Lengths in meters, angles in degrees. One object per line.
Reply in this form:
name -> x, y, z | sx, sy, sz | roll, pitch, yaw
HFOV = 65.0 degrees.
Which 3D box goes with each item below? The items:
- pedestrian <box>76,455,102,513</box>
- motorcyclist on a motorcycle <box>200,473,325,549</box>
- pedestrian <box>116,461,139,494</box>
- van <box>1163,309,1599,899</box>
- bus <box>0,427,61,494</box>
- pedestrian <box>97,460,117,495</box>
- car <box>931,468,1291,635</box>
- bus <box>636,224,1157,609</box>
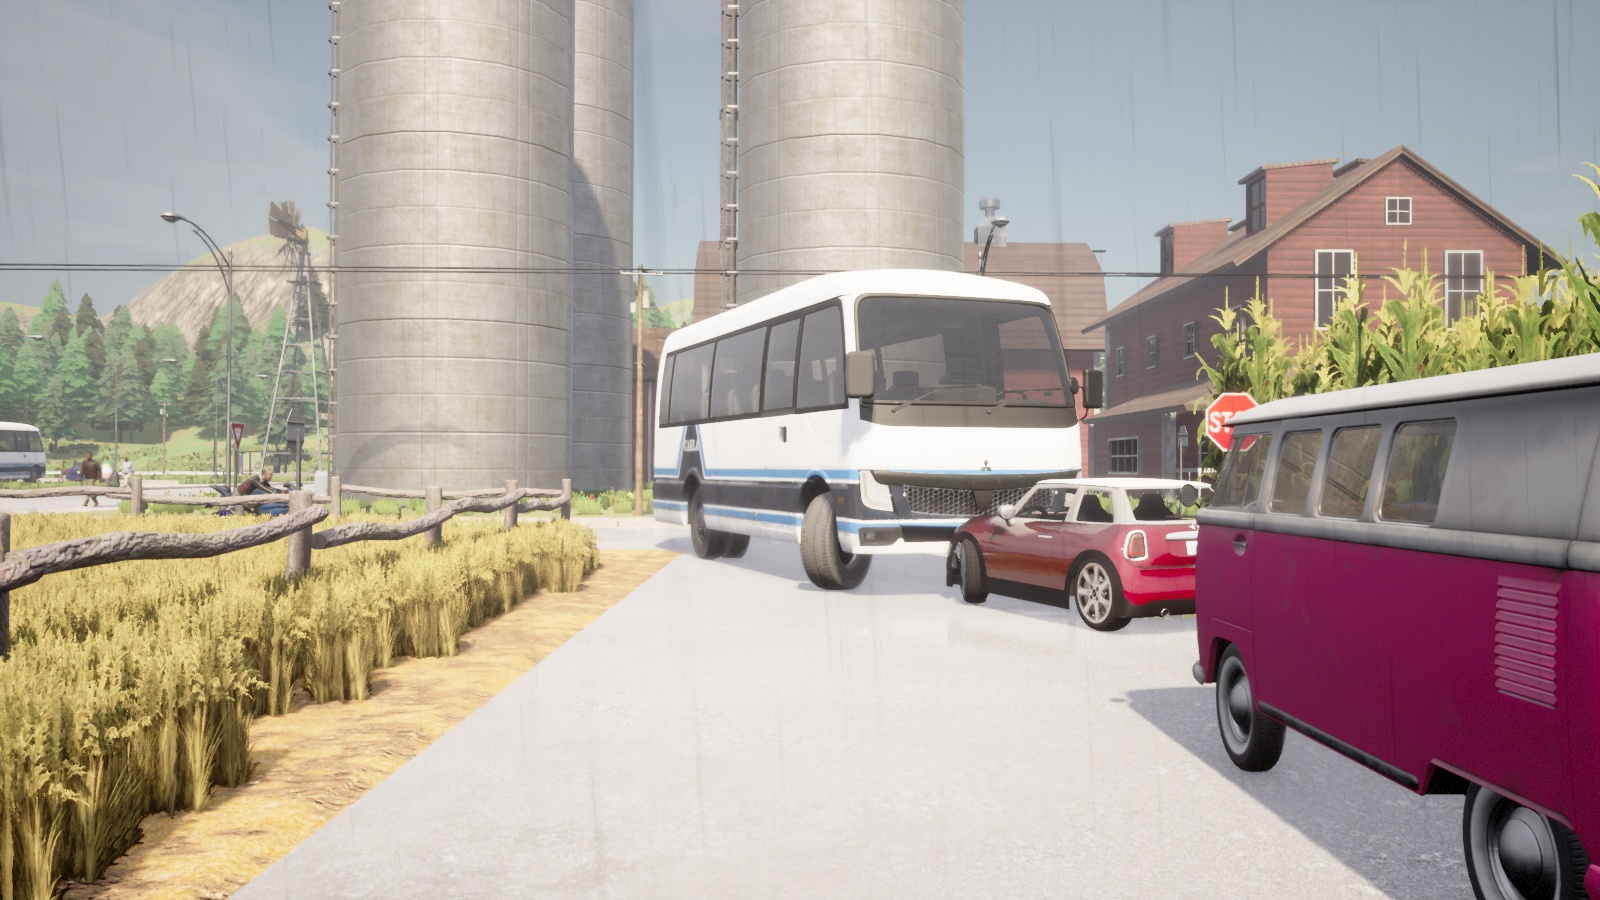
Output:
pedestrian -> -22.749, 1.090, 40.183 | 0.431, 1.840, 0.703 | 0, -1, 3
motorcyclist on a motorcycle -> -11.014, 1.241, 25.760 | 2.191, 1.530, 0.866 | 0, -1, 0
pedestrian -> -38.291, 1.548, 71.497 | 0.874, 1.855, 0.900 | 0, -1, -1
van -> 3.087, 0.636, 5.333 | 1.775, 1.987, 4.442 | 0, -1, 0
bus -> -52.638, 0.695, 81.081 | 3.944, 4.253, 10.273 | 0, 0, -1
pedestrian -> -39.225, 1.547, 71.099 | 0.659, 1.952, 0.873 | 0, -1, 0
car -> 3.183, 0.965, 13.670 | 1.970, 1.475, 3.806 | 0, 0, -21
bus -> 0.632, -0.303, 19.341 | 3.944, 4.253, 10.273 | 0, -1, -21
